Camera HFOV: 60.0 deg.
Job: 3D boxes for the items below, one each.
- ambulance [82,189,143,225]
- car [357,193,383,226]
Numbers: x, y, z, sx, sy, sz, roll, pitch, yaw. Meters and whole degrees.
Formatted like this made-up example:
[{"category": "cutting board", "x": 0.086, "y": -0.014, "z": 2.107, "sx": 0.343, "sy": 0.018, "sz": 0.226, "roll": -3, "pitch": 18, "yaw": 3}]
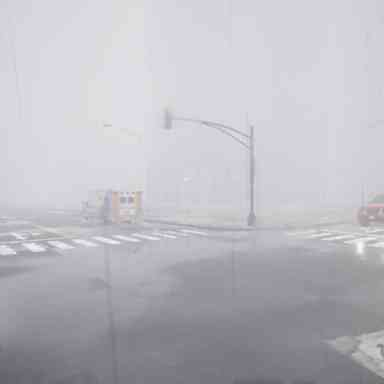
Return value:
[{"category": "ambulance", "x": -6.144, "y": 1.047, "z": 24.540, "sx": 2.351, "sy": 2.431, "sz": 6.366, "roll": 0, "pitch": 0, "yaw": -38}, {"category": "car", "x": 12.540, "y": 1.063, "z": 20.618, "sx": 5.566, "sy": 2.045, "sz": 2.150, "roll": -1, "pitch": 0, "yaw": -35}]
